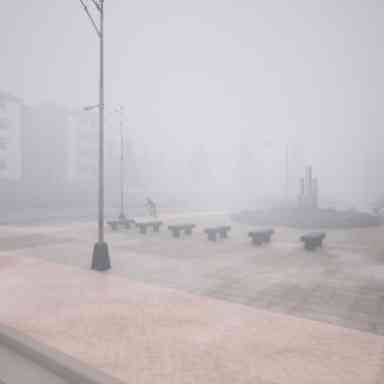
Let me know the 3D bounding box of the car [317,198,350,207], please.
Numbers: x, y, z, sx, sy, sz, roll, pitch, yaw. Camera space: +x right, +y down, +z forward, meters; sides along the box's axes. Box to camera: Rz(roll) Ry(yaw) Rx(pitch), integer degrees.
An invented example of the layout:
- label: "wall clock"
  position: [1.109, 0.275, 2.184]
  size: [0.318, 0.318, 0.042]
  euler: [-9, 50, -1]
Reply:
- label: "car"
  position: [20.907, 1.552, 49.549]
  size: [4.718, 1.301, 1.895]
  euler: [0, 0, -7]

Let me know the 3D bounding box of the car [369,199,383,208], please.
- label: "car"
  position: [27.531, 1.582, 46.344]
  size: [4.718, 1.301, 1.895]
  euler: [0, 0, 1]

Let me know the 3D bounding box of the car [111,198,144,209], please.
- label: "car"
  position: [-8.282, 1.431, 42.744]
  size: [4.181, 1.385, 1.994]
  euler: [0, 0, -44]

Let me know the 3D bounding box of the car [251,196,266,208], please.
- label: "car"
  position: [11.227, 1.276, 46.999]
  size: [4.553, 1.767, 2.097]
  euler: [0, 0, -22]

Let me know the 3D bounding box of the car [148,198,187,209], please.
- label: "car"
  position: [-3.094, 1.432, 42.952]
  size: [5.357, 1.411, 2.033]
  euler: [0, 0, -40]

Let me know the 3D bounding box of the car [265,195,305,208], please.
- label: "car"
  position: [12.581, 1.442, 43.779]
  size: [4.892, 1.490, 1.837]
  euler: [0, 0, -22]

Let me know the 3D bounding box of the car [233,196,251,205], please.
- label: "car"
  position: [8.942, 1.436, 53.950]
  size: [4.674, 1.442, 1.812]
  euler: [0, 0, -21]

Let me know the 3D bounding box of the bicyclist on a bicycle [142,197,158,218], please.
- label: "bicyclist on a bicycle"
  position: [-3.257, 1.227, 25.702]
  size: [1.656, 1.620, 0.582]
  euler: [0, 0, 33]
